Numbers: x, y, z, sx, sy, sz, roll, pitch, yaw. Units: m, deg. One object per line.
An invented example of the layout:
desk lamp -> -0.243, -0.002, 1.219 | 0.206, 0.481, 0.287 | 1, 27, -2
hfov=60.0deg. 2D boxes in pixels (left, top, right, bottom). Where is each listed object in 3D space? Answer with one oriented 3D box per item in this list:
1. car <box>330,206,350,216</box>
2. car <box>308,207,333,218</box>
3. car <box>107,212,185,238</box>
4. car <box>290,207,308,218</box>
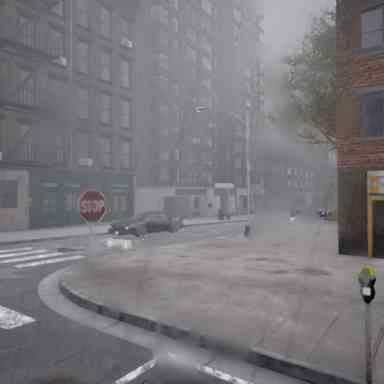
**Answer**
car -> 22.695, 2.893, 50.875 | 1.994, 1.385, 4.181 | -1, -2, 36
car -> 16.823, 2.709, 42.633 | 1.895, 1.301, 4.718 | -1, -2, 36
car -> -2.613, 1.938, 20.601 | 2.033, 1.411, 5.357 | -1, -2, 36
car -> 15.033, 2.697, 44.991 | 2.033, 1.411, 5.357 | -1, -2, 36
